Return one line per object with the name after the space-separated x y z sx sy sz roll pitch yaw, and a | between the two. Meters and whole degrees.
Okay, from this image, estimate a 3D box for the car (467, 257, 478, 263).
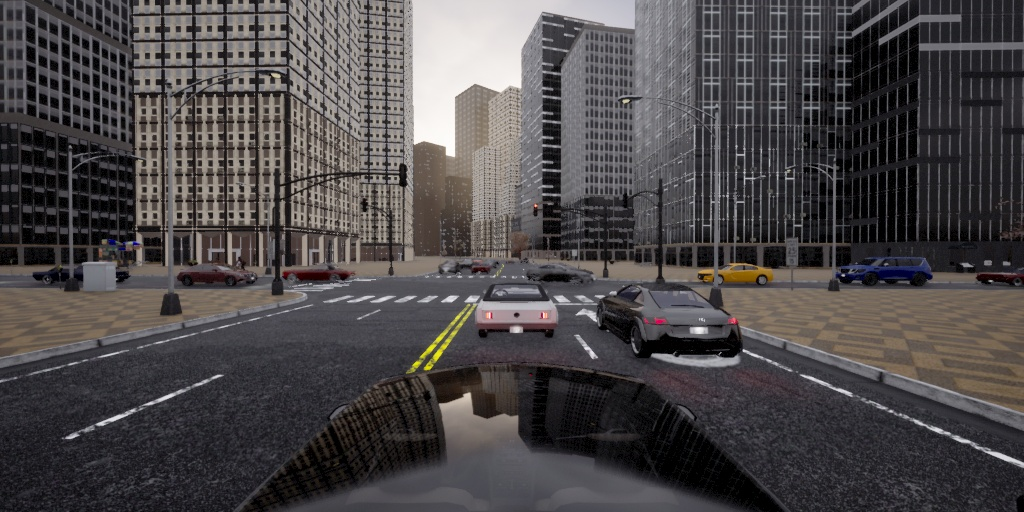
-6.586 1.174 53.277 1.882 1.535 5.008 0 1 0 | car

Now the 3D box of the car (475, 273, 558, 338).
0.101 1.348 10.183 1.895 1.301 4.718 0 0 0 | car

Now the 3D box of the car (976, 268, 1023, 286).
36.874 1.501 25.900 4.718 1.301 1.895 0 0 1 | car

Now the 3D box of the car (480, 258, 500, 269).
-3.335 1.187 54.194 2.128 1.511 4.902 0 0 0 | car

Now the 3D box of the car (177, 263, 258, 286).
-19.480 1.193 23.767 4.674 1.442 1.812 0 0 1 | car

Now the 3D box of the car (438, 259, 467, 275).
-6.645 1.214 38.953 2.128 1.511 4.902 0 0 2 | car

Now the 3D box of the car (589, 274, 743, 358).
3.356 1.312 8.470 1.994 1.385 4.181 0 0 0 | car

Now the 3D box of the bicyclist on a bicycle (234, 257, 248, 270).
-24.699 0.871 32.632 0.582 1.620 1.656 0 1 1 | bicyclist on a bicycle

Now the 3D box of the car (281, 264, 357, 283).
-14.179 1.269 26.494 4.718 1.301 1.895 0 1 -6 | car

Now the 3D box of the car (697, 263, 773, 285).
16.316 1.285 26.346 5.008 1.535 1.882 0 0 1 | car

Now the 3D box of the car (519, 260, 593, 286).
3.324 1.250 25.024 4.902 1.511 2.128 0 1 30 | car

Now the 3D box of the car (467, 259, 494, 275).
-3.338 1.323 38.845 1.895 1.301 4.718 0 0 0 | car

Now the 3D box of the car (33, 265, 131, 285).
-28.644 1.225 24.000 4.718 1.301 1.895 0 0 1 | car

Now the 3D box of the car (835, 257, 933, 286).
26.970 1.077 26.115 5.566 2.045 2.150 0 0 2 | car
